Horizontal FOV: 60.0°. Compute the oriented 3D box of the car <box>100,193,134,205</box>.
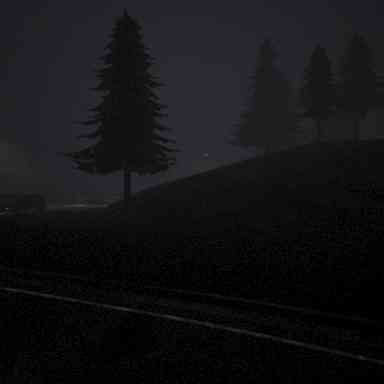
[{"bbox_3d":[-13.174,1.208,58.749,2.150,2.045,5.566,0,0,22],"label":"car"}]

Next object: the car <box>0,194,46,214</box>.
[{"bbox_3d":[-18.550,1.215,36.269,2.150,2.045,5.566,0,0,22],"label":"car"}]

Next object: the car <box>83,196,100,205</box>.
[{"bbox_3d":[-16.673,1.593,59.450,1.895,1.301,4.718,0,0,22],"label":"car"}]

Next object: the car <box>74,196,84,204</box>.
[{"bbox_3d":[-19.647,1.519,61.415,1.812,1.442,4.674,0,0,22],"label":"car"}]
